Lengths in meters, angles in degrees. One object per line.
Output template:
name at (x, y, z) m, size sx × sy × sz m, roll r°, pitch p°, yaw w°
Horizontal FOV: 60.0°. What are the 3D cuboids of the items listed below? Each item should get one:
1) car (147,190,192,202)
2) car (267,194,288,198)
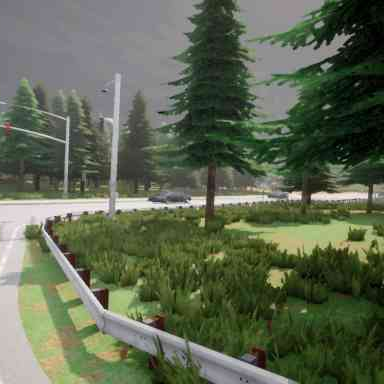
car at (-2.254, 0.541, 35.432) m, size 2.033 × 1.411 × 5.357 m, roll 5°, pitch 3°, yaw 39°
car at (14.830, 0.512, 57.178) m, size 2.033 × 1.411 × 5.357 m, roll 5°, pitch 3°, yaw 37°
